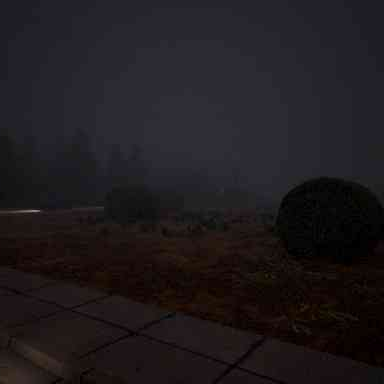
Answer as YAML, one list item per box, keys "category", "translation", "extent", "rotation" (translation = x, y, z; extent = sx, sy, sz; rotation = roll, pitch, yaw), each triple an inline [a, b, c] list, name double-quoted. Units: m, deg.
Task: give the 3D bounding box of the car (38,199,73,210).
- category: "car"
  translation: [-17.059, 1.555, 41.727]
  extent: [1.994, 1.385, 4.181]
  rotation: [0, 0, 37]
